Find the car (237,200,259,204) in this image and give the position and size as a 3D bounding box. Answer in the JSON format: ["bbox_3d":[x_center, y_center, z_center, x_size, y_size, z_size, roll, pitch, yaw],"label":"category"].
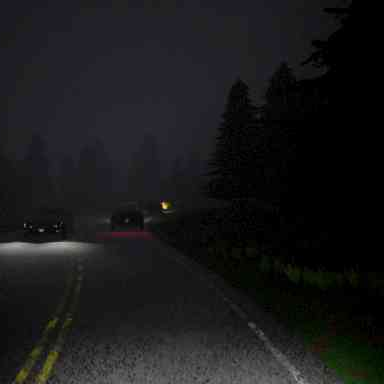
[{"bbox_3d":[8.178,1.962,50.435,5.357,1.411,2.033,5,-7,-33],"label":"car"}]

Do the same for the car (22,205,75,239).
[{"bbox_3d":[-7.157,1.438,16.972,1.837,1.490,4.892,0,0,-13],"label":"car"}]

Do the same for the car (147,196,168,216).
[{"bbox_3d":[-3.915,1.341,30.052,1.837,1.490,4.892,-1,1,9],"label":"car"}]

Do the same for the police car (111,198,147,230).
[{"bbox_3d":[-3.986,1.361,20.967,1.930,1.638,5.238,0,1,-9],"label":"police car"}]

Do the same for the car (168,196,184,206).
[{"bbox_3d":[-2.448,1.211,35.581,1.801,1.575,5.366,-2,0,20],"label":"car"}]

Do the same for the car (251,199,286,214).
[{"bbox_3d":[12.965,2.424,56.321,5.566,2.045,2.150,6,-7,-20],"label":"car"}]
